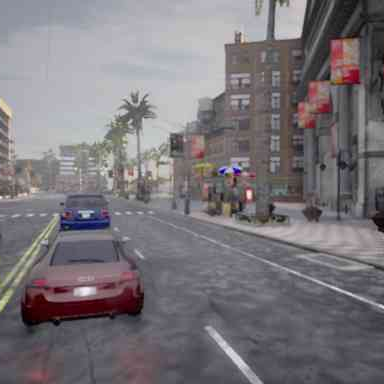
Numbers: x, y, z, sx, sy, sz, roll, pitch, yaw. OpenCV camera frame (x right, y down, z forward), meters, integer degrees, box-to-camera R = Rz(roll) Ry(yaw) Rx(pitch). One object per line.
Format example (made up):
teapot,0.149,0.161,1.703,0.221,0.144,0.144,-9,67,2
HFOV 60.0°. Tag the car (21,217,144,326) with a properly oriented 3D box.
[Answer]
car,-2.240,1.486,7.072,1.994,1.385,4.181,0,1,-17

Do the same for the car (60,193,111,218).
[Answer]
car,-5.304,1.043,16.500,2.150,2.045,5.566,0,1,-19

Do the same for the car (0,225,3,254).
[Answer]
car,-6.654,1.385,9.179,2.128,1.511,4.902,0,0,-18
